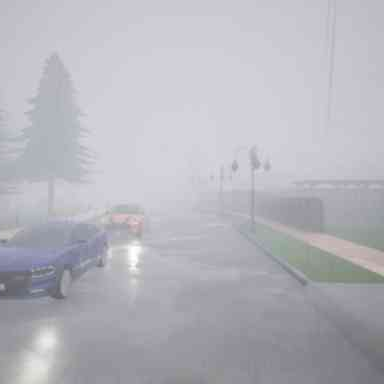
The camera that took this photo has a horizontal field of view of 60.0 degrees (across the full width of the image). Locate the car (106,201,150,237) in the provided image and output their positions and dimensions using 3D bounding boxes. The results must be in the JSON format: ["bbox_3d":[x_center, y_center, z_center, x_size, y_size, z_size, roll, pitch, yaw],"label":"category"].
[{"bbox_3d":[-3.597,1.422,18.413,2.097,1.767,4.553,0,0,0],"label":"car"}]

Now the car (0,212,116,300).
[{"bbox_3d":[-3.586,1.506,8.695,1.882,1.535,5.008,0,0,0],"label":"car"}]
